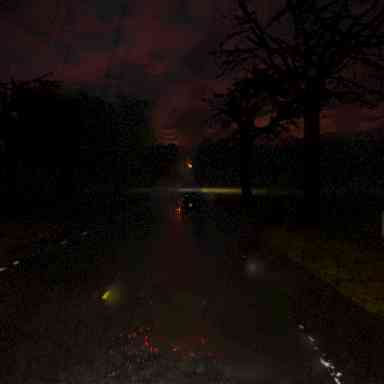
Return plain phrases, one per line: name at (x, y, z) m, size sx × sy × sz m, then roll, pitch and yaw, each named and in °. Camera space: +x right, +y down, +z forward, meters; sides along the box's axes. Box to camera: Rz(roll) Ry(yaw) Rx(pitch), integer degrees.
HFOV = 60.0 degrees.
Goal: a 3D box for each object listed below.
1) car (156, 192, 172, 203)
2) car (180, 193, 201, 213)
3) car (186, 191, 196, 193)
car at (-3.738, 0.741, 45.436) m, size 2.033 × 1.411 × 5.357 m, roll 0°, pitch 2°, yaw 0°
car at (-0.119, 1.104, 30.550) m, size 2.033 × 1.411 × 5.357 m, roll 0°, pitch 1°, yaw 0°
car at (-0.170, 0.625, 47.094) m, size 2.128 × 1.511 × 4.902 m, roll 0°, pitch 2°, yaw 0°
